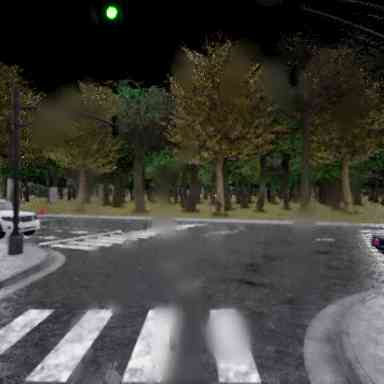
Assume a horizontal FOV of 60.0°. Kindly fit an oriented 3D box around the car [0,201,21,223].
[{"bbox_3d":[-17.128,1.654,28.389,4.553,1.767,2.097,0,-1,23],"label":"car"}]

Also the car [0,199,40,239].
[{"bbox_3d":[-11.111,1.395,18.499,5.566,2.045,2.150,0,-1,23],"label":"car"}]

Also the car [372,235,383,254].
[{"bbox_3d":[8.380,1.662,10.234,4.718,1.301,1.895,0,-1,6],"label":"car"}]
